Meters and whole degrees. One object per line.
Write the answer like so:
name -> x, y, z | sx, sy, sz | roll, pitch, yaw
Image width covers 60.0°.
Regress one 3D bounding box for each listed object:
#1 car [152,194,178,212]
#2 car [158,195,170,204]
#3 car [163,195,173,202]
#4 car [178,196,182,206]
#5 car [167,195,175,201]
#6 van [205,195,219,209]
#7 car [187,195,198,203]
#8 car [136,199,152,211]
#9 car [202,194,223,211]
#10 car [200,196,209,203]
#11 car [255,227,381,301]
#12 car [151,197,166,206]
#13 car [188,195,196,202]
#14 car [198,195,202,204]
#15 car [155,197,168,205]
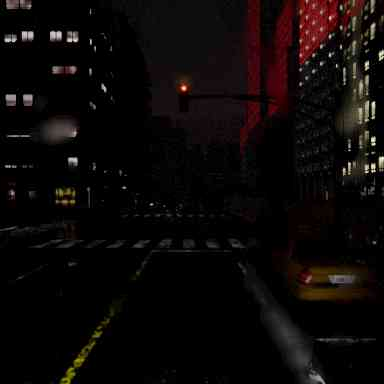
car -> -3.126, 1.237, 39.787 | 2.150, 2.045, 5.566 | 0, 0, -1
car -> -5.700, 1.496, 68.134 | 1.967, 1.590, 4.097 | 0, 0, 0
car -> -5.701, 1.516, 79.187 | 1.967, 1.590, 4.097 | 0, 0, 0
car -> -3.097, 1.531, 53.642 | 1.837, 1.490, 4.892 | 0, 2, 0
car -> -5.701, 1.623, 90.070 | 1.752, 1.417, 4.829 | 0, 0, 0
van -> 2.681, 1.363, 46.027 | 1.690, 1.788, 3.998 | 0, 0, 0
car -> 0.079, 1.585, 70.109 | 1.812, 1.442, 4.674 | 0, 0, 0
car -> -5.697, 1.567, 40.500 | 2.008, 1.369, 4.403 | 0, 0, 0
car -> 2.682, 1.331, 40.501 | 2.192, 1.841, 5.009 | 0, 0, 0
car -> 2.680, 1.610, 73.661 | 1.887, 1.381, 4.507 | 0, 0, 0
car -> 2.685, 1.526, 8.258 | 1.752, 1.417, 4.829 | 0, 0, 0
car -> -5.699, 1.588, 57.080 | 2.008, 1.369, 4.403 | 0, 0, 0
car -> -0.006, 1.577, 80.075 | 1.837, 1.490, 4.892 | 0, 0, 0
car -> 2.680, 1.361, 62.607 | 2.192, 1.841, 5.009 | 0, 0, 0
car -> -5.699, 1.591, 62.606 | 1.887, 1.381, 4.507 | 0, 0, 0
